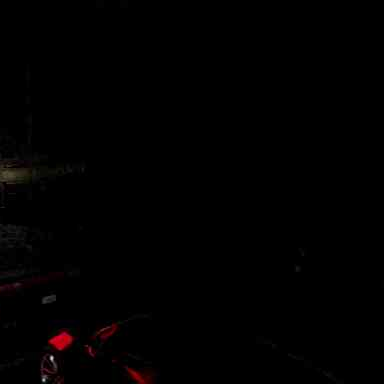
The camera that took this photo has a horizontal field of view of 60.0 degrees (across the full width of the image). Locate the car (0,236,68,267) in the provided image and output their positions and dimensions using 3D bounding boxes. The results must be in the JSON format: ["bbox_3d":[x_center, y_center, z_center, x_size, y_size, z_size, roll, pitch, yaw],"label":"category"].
[{"bbox_3d":[-3.912,1.571,6.696,4.507,1.381,1.887,-1,0,41],"label":"car"}]

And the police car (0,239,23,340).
[{"bbox_3d":[-4.621,1.477,4.774,5.238,1.638,1.930,-1,1,39],"label":"police car"}]

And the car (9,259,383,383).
[{"bbox_3d":[0.239,1.535,3.059,4.313,1.339,1.947,-1,0,41],"label":"car"}]
